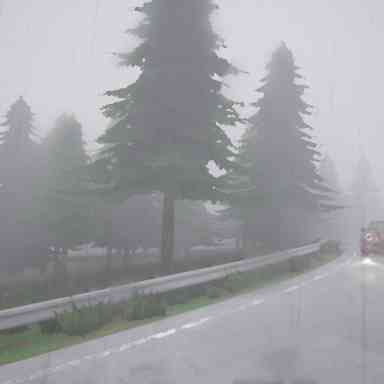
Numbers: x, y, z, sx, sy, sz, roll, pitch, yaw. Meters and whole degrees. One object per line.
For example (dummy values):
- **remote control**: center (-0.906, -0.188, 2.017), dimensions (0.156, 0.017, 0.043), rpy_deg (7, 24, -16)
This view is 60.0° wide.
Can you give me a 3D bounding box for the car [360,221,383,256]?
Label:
- **car**: center (9.267, 2.161, 15.897), dimensions (2.097, 1.767, 4.553), rpy_deg (1, -5, 26)
